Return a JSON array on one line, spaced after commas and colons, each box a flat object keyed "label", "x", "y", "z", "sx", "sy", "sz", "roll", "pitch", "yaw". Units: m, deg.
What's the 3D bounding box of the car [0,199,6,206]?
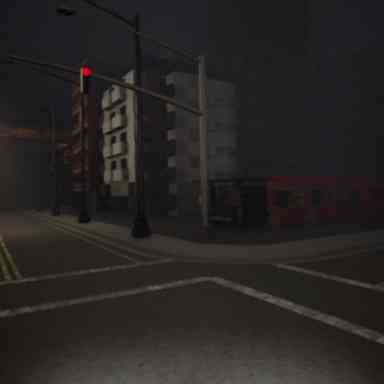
[{"label": "car", "x": -38.444, "y": 2.095, "z": 65.988, "sx": 4.974, "sy": 1.542, "sz": 2.038, "roll": -1, "pitch": 0, "yaw": 37}]

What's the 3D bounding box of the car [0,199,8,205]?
[{"label": "car", "x": -38.488, "y": 1.938, "z": 66.018, "sx": 4.536, "sy": 1.218, "sz": 1.853, "roll": -1, "pitch": 0, "yaw": 37}]
